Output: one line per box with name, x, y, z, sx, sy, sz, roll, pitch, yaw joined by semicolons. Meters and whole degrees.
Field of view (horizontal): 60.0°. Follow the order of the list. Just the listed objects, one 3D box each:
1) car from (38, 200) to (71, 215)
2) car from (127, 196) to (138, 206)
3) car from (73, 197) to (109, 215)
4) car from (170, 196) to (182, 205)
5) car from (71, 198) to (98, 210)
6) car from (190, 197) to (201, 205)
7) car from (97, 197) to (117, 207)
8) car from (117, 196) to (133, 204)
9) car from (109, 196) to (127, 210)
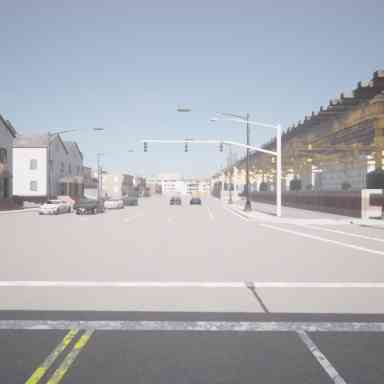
car;-13.993;1.526;34.244;1.812;1.442;4.674;0;0;1
car;-10.048;1.477;54.253;1.882;1.535;5.008;0;0;1
car;-10.485;1.505;34.541;1.837;1.490;4.892;0;0;1
car;-2.855;1.491;58.997;2.128;1.511;4.902;0;0;1
car;-13.792;1.564;42.954;1.994;1.385;4.181;0;0;2
car;0.644;1.564;58.921;1.994;1.385;4.181;0;0;1
car;-13.570;1.504;53.186;1.837;1.490;4.892;0;0;1
car;-13.219;1.547;66.061;2.033;1.411;5.357;0;0;2
car;-10.275;1.526;43.778;1.812;1.442;4.674;0;0;1
